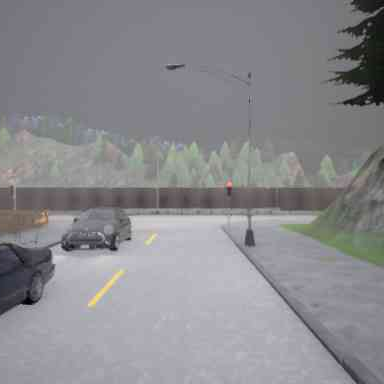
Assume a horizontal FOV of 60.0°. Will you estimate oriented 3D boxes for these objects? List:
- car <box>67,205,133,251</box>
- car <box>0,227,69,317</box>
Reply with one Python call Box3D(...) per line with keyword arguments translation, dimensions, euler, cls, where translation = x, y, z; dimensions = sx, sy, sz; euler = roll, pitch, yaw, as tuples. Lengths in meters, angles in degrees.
Box3D(translation=(-4.002, 1.485, 14.720), dimensions=(2.097, 1.767, 4.553), euler=(0, -1, 0), cls="car")
Box3D(translation=(-4.095, 1.599, 5.551), dimensions=(2.033, 1.411, 5.357), euler=(0, -1, 0), cls="car")
